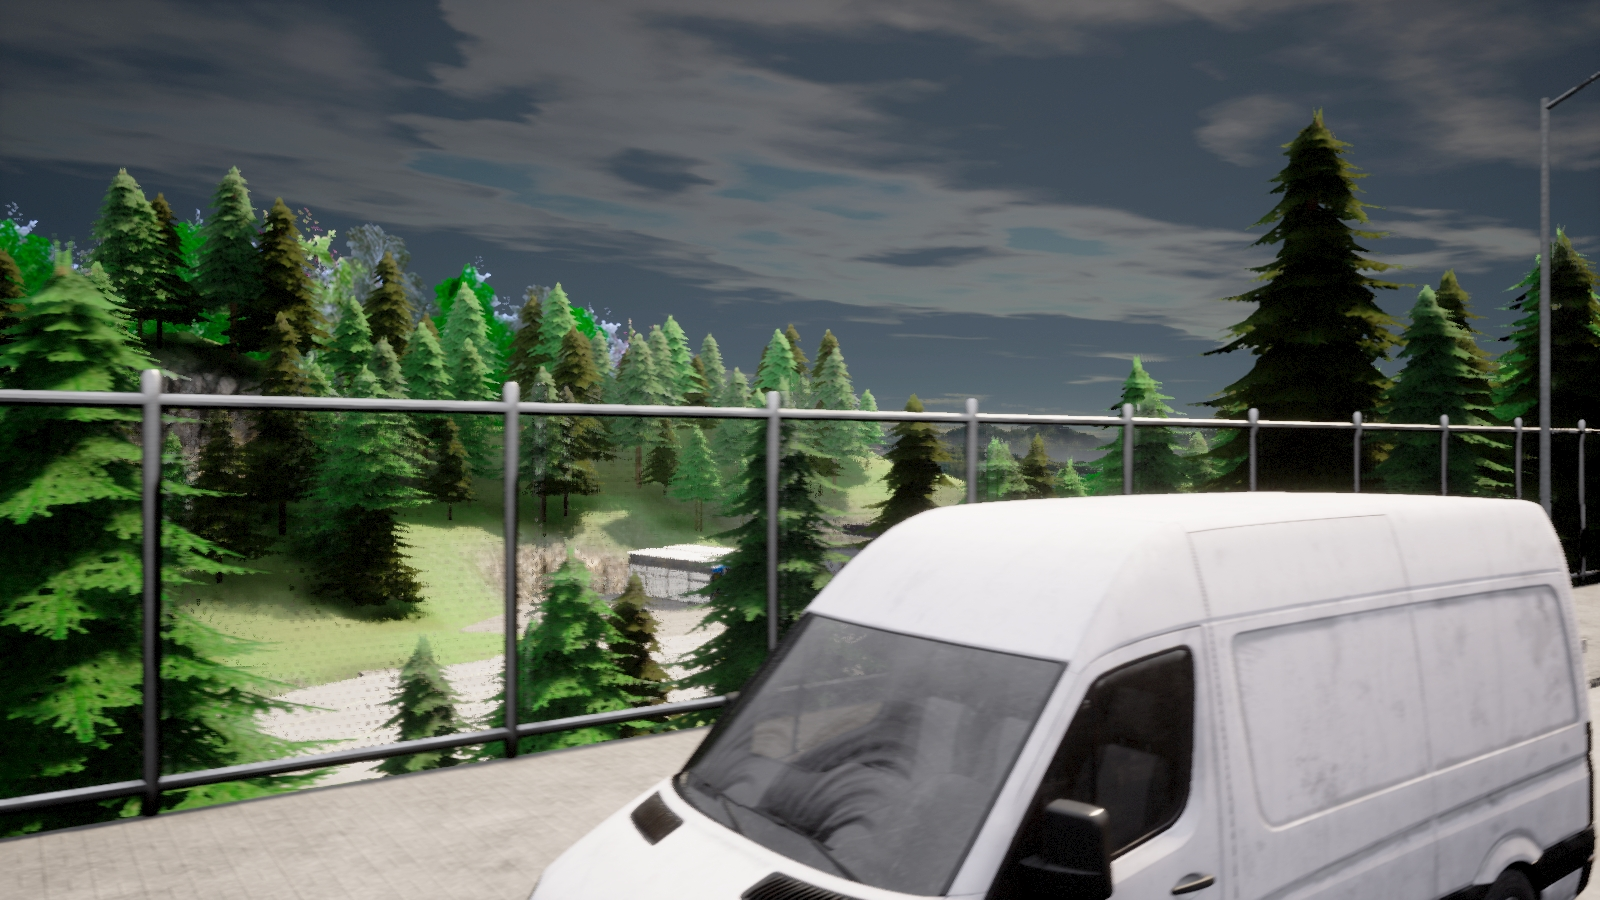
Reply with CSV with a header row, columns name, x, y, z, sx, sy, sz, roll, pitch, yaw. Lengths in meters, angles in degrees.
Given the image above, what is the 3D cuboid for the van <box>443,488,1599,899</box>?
name,x,y,z,sx,sy,sz,roll,pitch,yaw
van,1.556,1.535,5.488,5.915,2.561,1.988,0,0,-35
